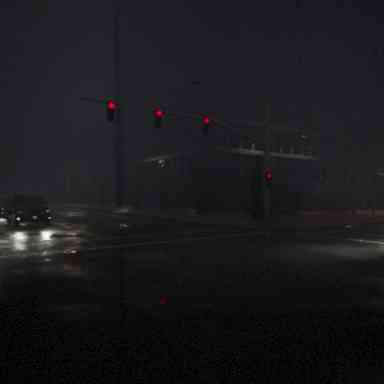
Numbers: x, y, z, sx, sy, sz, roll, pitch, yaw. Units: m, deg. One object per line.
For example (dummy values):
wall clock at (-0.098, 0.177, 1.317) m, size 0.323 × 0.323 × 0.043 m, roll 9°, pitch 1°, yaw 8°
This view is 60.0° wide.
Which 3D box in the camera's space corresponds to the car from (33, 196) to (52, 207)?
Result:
car at (-24.933, 1.547, 55.407) m, size 1.882 × 1.535 × 5.008 m, roll 0°, pitch 0°, yaw -35°

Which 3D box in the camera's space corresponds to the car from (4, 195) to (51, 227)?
car at (-11.455, 1.248, 23.220) m, size 2.150 × 2.045 × 5.566 m, roll 0°, pitch 0°, yaw -35°

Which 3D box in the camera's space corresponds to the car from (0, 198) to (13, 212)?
car at (-22.626, 1.511, 39.425) m, size 1.882 × 1.535 × 5.008 m, roll 0°, pitch 0°, yaw -35°

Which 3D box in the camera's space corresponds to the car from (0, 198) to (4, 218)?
car at (-16.933, 1.382, 31.155) m, size 2.097 × 1.767 × 4.553 m, roll 0°, pitch 0°, yaw -35°
